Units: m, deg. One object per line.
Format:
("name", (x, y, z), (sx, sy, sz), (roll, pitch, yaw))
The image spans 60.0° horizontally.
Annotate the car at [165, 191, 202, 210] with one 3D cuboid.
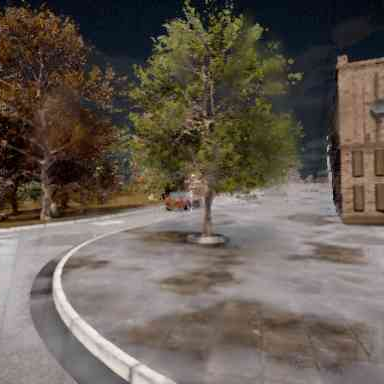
("car", (-0.672, 0.642, 30.198), (2.097, 1.767, 4.553), (-2, 2, 21))
